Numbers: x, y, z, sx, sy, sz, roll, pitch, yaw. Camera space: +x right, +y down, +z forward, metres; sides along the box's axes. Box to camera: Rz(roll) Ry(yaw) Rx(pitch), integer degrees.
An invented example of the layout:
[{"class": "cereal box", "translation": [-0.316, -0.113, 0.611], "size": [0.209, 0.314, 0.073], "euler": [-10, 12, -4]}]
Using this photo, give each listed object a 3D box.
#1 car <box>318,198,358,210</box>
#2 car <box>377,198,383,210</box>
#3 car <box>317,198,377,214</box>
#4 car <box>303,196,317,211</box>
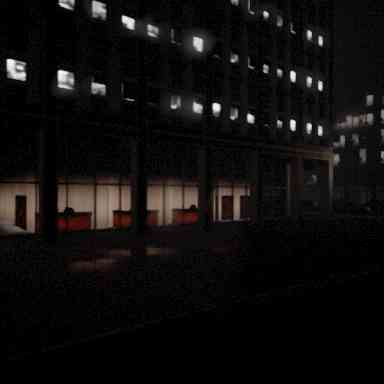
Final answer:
[{"class": "car", "translation": [19.147, 1.522, 43.786], "size": [2.008, 1.369, 4.403], "euler": [1, 0, -36]}, {"class": "car", "translation": [22.544, 1.445, 39.236], "size": [1.967, 1.590, 4.097], "euler": [1, 0, -36]}, {"class": "car", "translation": [15.692, 1.482, 33.969], "size": [1.752, 1.417, 4.829], "euler": [1, 0, -36]}, {"class": "car", "translation": [12.246, 1.237, 38.693], "size": [2.192, 1.841, 5.009], "euler": [1, 0, -36]}]
